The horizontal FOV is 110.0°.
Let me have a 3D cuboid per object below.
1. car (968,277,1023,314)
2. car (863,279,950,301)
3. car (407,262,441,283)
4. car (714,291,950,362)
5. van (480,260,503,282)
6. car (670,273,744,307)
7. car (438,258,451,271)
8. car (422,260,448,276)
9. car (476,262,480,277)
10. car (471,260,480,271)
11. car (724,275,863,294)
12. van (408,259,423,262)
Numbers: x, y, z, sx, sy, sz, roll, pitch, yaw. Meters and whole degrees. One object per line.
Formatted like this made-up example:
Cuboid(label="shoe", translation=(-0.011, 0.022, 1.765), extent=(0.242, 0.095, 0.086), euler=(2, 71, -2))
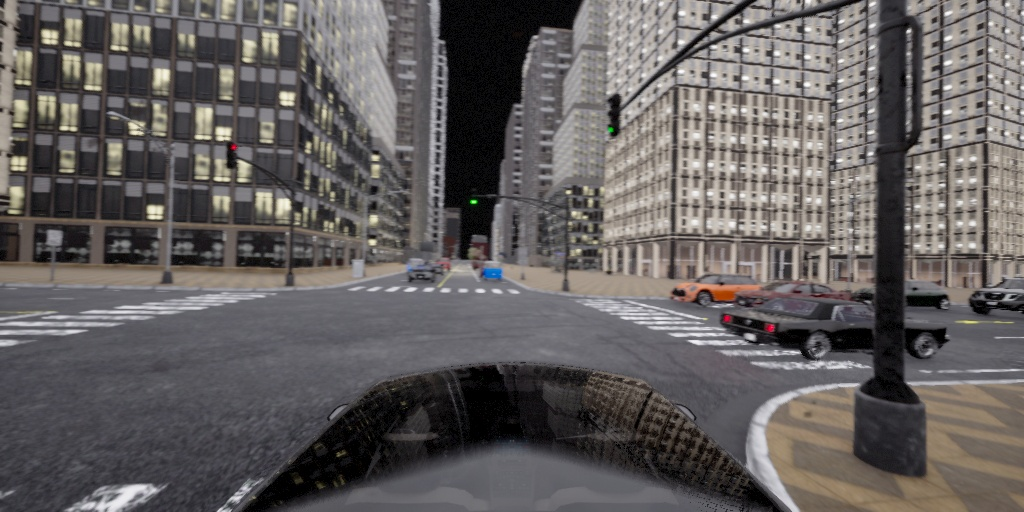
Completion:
Cuboid(label="car", translation=(26.958, 2.139, 18.513), extent=(5.566, 2.045, 2.150), euler=(2, -1, -9))
Cuboid(label="car", translation=(22.904, 2.177, 21.169), extent=(4.553, 1.767, 2.097), euler=(2, -1, -9))
Cuboid(label="car", translation=(-7.239, 1.424, 29.360), extent=(1.994, 1.385, 4.181), euler=(2, -1, -7))
Cuboid(label="car", translation=(7.837, 1.707, 8.845), extent=(4.718, 1.301, 1.895), euler=(2, -1, -9))
Cuboid(label="van", translation=(-1.859, 1.400, 33.547), extent=(1.690, 1.789, 3.998), euler=(0, 0, -7))
Cuboid(label="car", translation=(10.957, 1.741, 19.305), extent=(4.553, 1.767, 2.097), euler=(2, -1, -9))
Cuboid(label="car", translation=(-10.609, 1.281, 55.473), extent=(2.150, 2.045, 5.566), euler=(2, 0, -7))
Cuboid(label="car", translation=(-8.717, 1.511, 40.644), extent=(1.994, 1.385, 4.181), euler=(2, -1, -7))
Cuboid(label="car", translation=(-2.666, 1.644, 39.026), extent=(1.888, 1.381, 4.507), euler=(0, 0, -7))
Cuboid(label="car", translation=(-5.563, 1.581, 60.989), extent=(2.192, 1.841, 5.009), euler=(0, 0, -7))
Cuboid(label="car", translation=(12.671, 1.875, 16.279), extent=(5.008, 1.535, 1.882), euler=(2, -1, -9))
Cuboid(label="van", translation=(-11.714, 1.236, 43.427), extent=(1.690, 1.789, 3.998), euler=(0, 0, -7))
